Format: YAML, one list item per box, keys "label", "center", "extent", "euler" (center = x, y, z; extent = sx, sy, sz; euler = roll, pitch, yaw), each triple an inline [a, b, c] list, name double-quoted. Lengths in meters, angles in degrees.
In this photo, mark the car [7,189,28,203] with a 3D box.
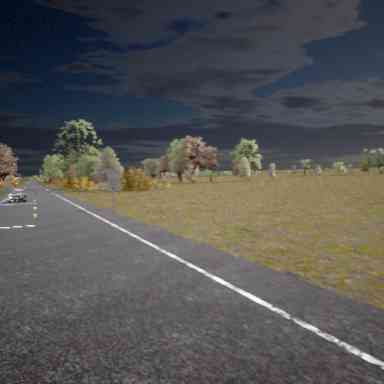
- label: "car"
  center: [-21.012, 0.481, 40.147]
  extent: [1.837, 1.490, 4.892]
  euler: [-3, 3, -25]
